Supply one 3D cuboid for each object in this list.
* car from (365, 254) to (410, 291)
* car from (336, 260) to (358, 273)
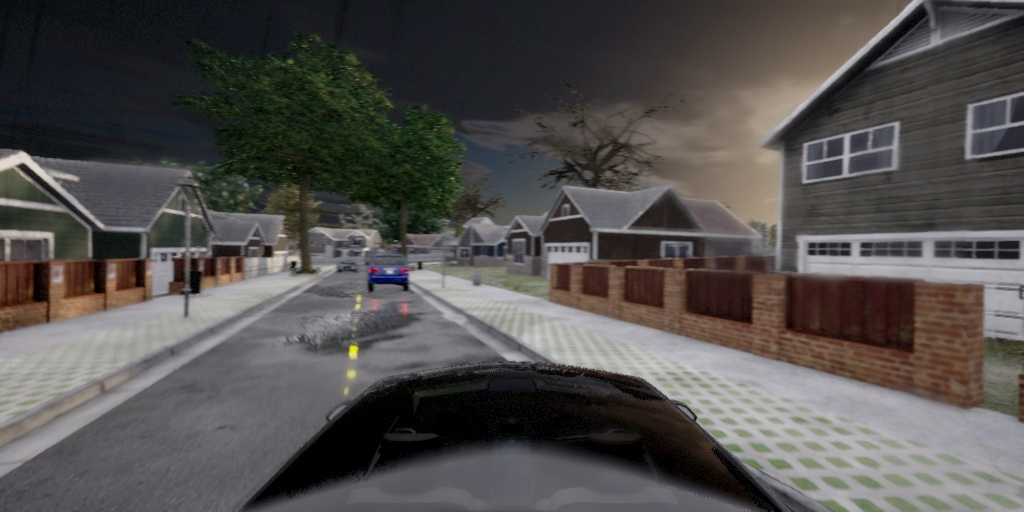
[{"bbox_3d":[-7.403,0.899,21.294,2.150,2.045,5.566,1,0,-22],"label":"car"},{"bbox_3d":[-17.425,1.118,38.104,1.994,1.385,4.181,1,0,-22],"label":"car"}]
